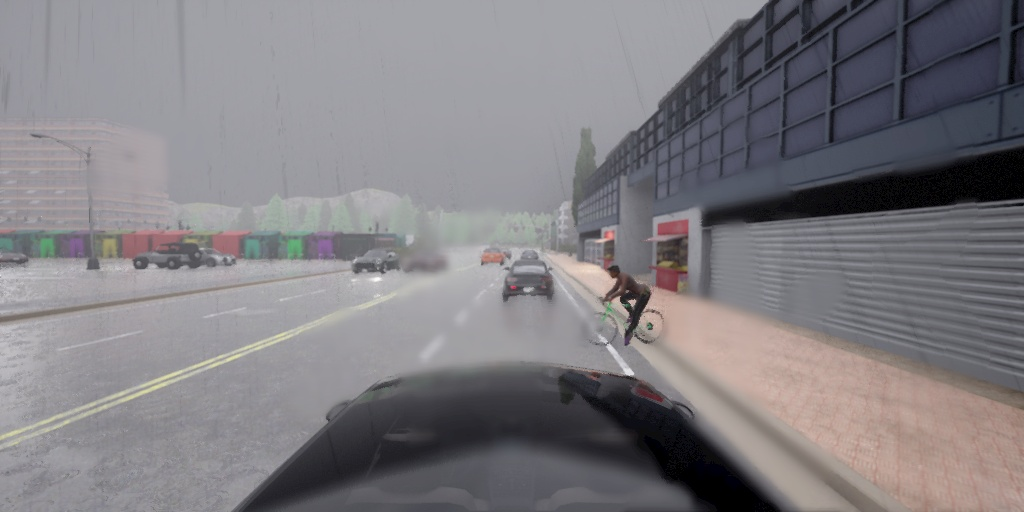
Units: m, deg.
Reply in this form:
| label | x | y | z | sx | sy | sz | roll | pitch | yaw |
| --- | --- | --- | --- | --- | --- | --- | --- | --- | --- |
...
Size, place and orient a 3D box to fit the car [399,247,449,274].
| label | x | y | z | sx | sy | sz | roll | pitch | yaw |
| --- | --- | --- | --- | --- | --- | --- | --- | --- | --- |
| car | -5.893 | 0.294 | 25.160 | 2.097 | 1.767 | 4.553 | 0 | 2 | 3 |

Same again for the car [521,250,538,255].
| label | x | y | z | sx | sy | sz | roll | pitch | yaw |
| --- | --- | --- | --- | --- | --- | --- | --- | --- | --- |
| car | 1.985 | 0.031 | 40.505 | 1.994 | 1.385 | 4.181 | 0 | 2 | 3 |

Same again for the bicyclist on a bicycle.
| label | x | y | z | sx | sy | sz | roll | pitch | yaw |
| --- | --- | --- | --- | --- | --- | --- | --- | --- | --- |
| bicyclist on a bicycle | 2.228 | 0.982 | 7.129 | 1.656 | 1.620 | 0.582 | -4 | 3 | 3 |

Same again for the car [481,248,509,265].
| label | x | y | z | sx | sy | sz | roll | pitch | yaw |
| --- | --- | --- | --- | --- | --- | --- | --- | --- | --- |
| car | -1.778 | -0.044 | 35.745 | 2.097 | 1.767 | 4.553 | 0 | 2 | 3 |

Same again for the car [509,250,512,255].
| label | x | y | z | sx | sy | sz | roll | pitch | yaw |
| --- | --- | --- | --- | --- | --- | --- | --- | --- | --- |
| car | -1.051 | -0.344 | 50.137 | 1.812 | 1.442 | 4.674 | 0 | 2 | 3 |

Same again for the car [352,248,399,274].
| label | x | y | z | sx | sy | sz | roll | pitch | yaw |
| --- | --- | --- | --- | --- | --- | --- | --- | --- | --- |
| car | -9.389 | 0.269 | 25.336 | 2.097 | 1.767 | 4.553 | 0 | 2 | 3 |

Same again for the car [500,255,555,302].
| label | x | y | z | sx | sy | sz | roll | pitch | yaw |
| --- | --- | --- | --- | --- | --- | --- | --- | --- | --- |
| car | 0.671 | 0.868 | 14.034 | 1.812 | 1.442 | 4.674 | 0 | 2 | 3 |
